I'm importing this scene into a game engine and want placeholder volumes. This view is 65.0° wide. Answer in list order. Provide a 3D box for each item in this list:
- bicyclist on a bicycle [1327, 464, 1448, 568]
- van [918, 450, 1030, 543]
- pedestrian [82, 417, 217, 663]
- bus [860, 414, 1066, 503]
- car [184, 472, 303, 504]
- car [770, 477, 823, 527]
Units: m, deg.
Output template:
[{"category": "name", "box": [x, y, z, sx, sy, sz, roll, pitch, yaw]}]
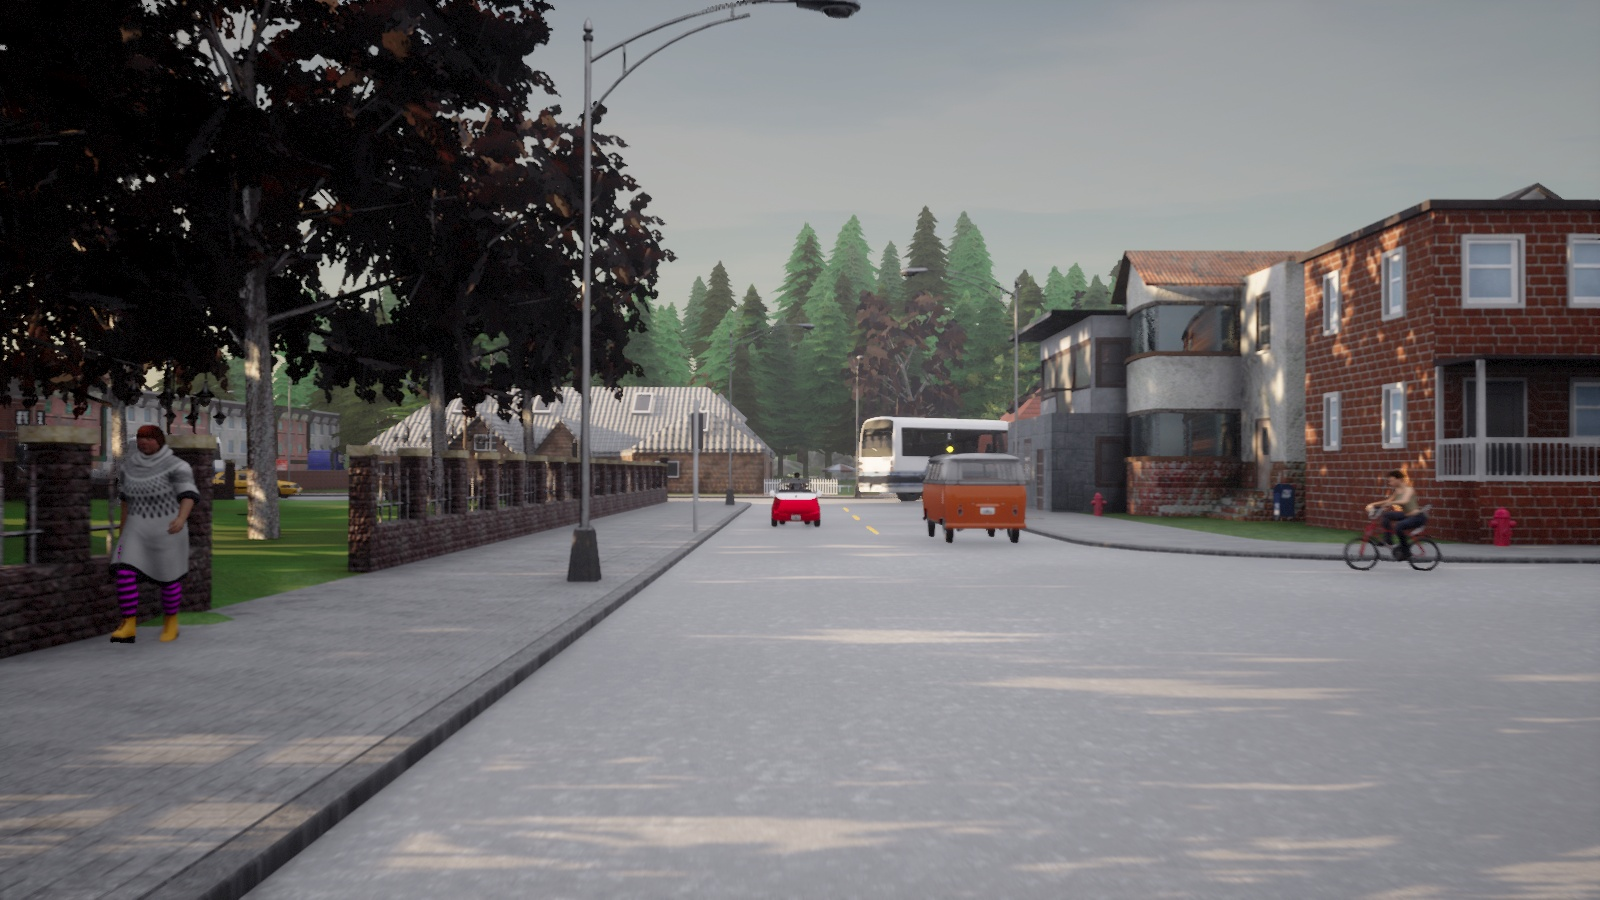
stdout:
[{"category": "bicyclist on a bicycle", "box": [9.343, 1.049, 20.016, 1.509, 1.612, 0.866, 0, -2, 4]}, {"category": "van", "box": [3.936, 1.039, 29.117, 1.775, 1.987, 4.442, 0, -1, -2]}, {"category": "pedestrian", "box": [-5.380, 0.720, 10.430, 0.659, 1.952, 0.873, 0, -1, 0]}, {"category": "bus", "box": [8.496, 0.490, 64.834, 10.273, 4.253, 3.944, 0, -2, -31]}, {"category": "car", "box": [-28.819, 1.959, 65.114, 5.366, 1.575, 1.801, 0, -1, -2]}, {"category": "car", "box": [-0.119, 1.473, 36.041, 1.481, 1.376, 2.207, 0, -1, -1]}]
